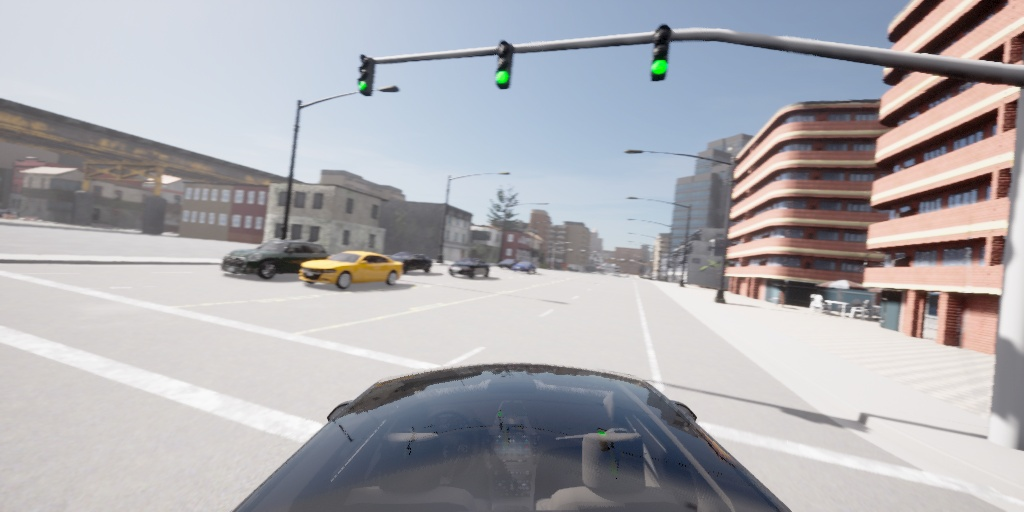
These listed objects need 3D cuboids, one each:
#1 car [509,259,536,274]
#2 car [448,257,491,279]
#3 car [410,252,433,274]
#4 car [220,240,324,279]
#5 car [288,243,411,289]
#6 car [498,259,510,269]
[{"bbox_3d":[1.578,1.313,42.092,1.812,1.442,4.674,6,0,19],"label":"car"},{"bbox_3d":[-3.197,0.887,27.757,2.128,1.511,4.902,6,0,18],"label":"car"},{"bbox_3d":[-7.514,0.457,25.807,2.128,1.511,4.902,6,0,18],"label":"car"},{"bbox_3d":[-10.561,0.034,16.554,2.097,1.767,4.553,6,0,18],"label":"car"},{"bbox_3d":[-7.016,0.525,16.221,1.882,1.535,5.008,6,0,18],"label":"car"},{"bbox_3d":[-0.182,1.118,47.738,2.033,1.411,5.357,6,0,19],"label":"car"}]
